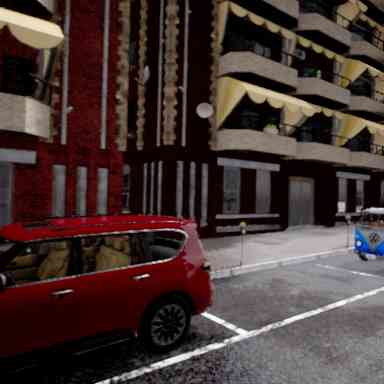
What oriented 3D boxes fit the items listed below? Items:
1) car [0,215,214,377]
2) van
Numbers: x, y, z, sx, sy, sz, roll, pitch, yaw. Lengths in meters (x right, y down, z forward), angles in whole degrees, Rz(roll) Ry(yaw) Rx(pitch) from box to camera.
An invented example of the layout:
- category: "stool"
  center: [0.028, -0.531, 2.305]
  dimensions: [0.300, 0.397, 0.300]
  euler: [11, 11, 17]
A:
- category: "car"
  center: [-1.956, 1.321, 4.672]
  dimensions: [5.009, 1.841, 2.192]
  euler: [0, 1, -36]
- category: "van"
  center: [7.040, 1.407, 11.104]
  dimensions: [3.998, 1.788, 1.690]
  euler: [0, 1, -36]
